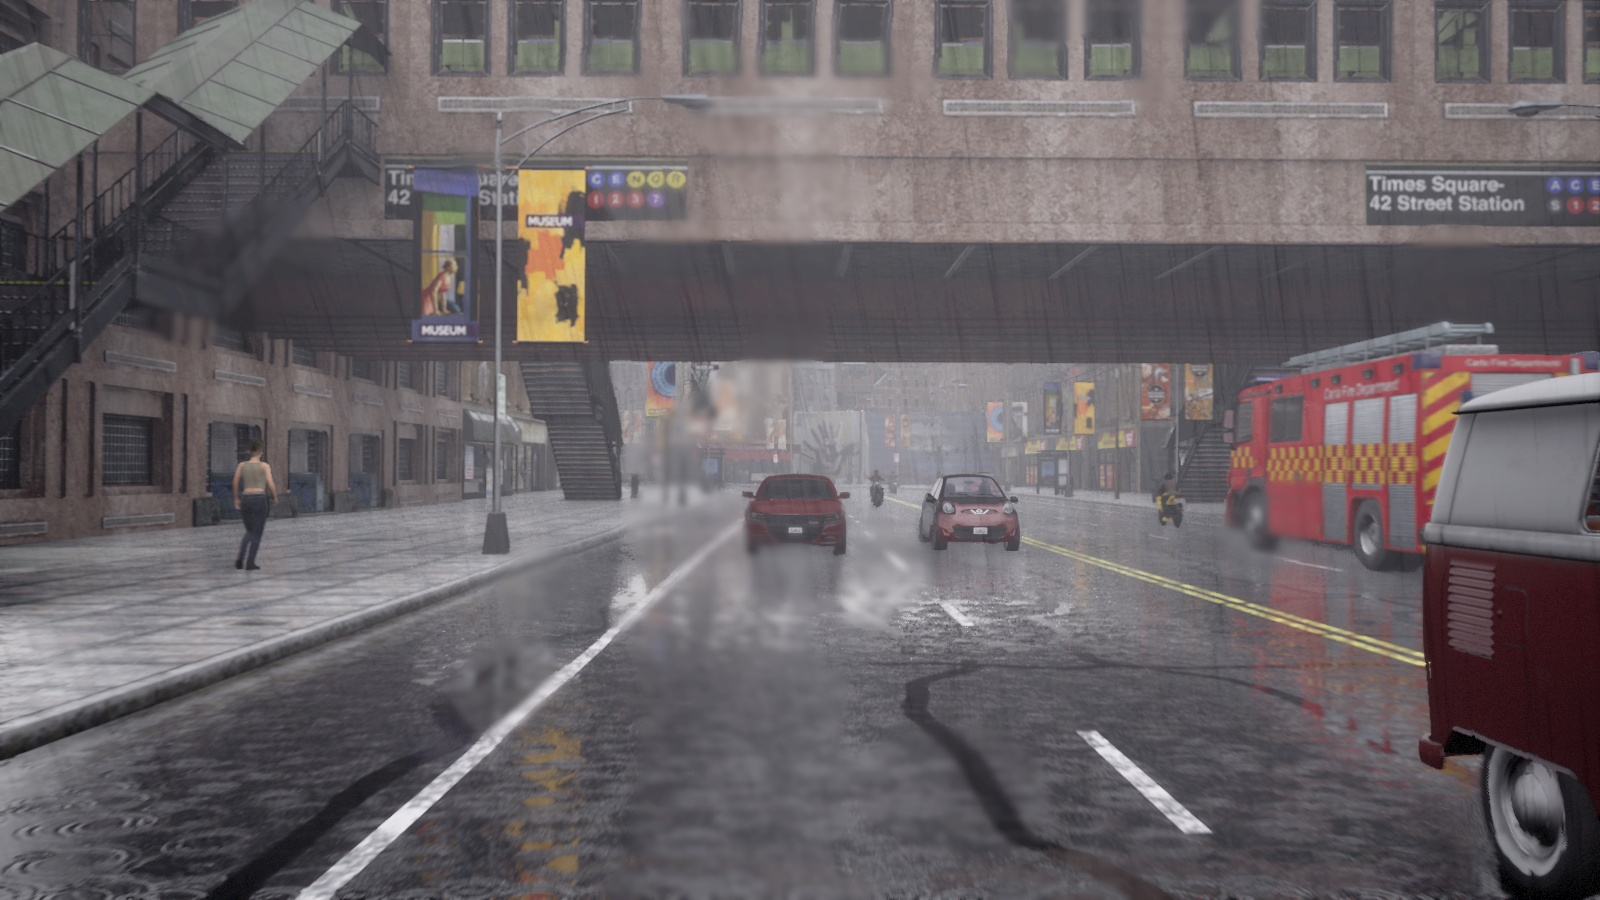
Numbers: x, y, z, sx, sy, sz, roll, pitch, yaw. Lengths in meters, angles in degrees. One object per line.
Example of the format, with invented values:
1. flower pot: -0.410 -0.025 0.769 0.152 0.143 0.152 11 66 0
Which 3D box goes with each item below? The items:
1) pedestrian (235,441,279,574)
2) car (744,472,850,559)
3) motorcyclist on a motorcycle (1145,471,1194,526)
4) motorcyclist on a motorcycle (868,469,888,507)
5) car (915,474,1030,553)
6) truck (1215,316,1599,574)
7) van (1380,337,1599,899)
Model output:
1. pedestrian: -7.637 0.798 17.671 0.345 1.836 0.594 0 -1 1
2. car: -0.049 1.209 24.883 1.882 1.535 5.008 0 -1 0
3. motorcyclist on a motorcycle: 10.522 1.355 35.854 0.797 1.523 2.044 0 -1 0
4. motorcyclist on a motorcycle: 3.491 1.696 56.453 0.766 1.649 2.350 0 -1 0
5. car: 3.453 1.246 25.736 1.845 1.501 3.633 0 -1 0
6. truck: 10.445 -0.008 22.928 2.891 3.827 8.468 0 -1 0
7. van: 3.491 0.611 3.387 1.775 1.987 4.442 0 -1 0
